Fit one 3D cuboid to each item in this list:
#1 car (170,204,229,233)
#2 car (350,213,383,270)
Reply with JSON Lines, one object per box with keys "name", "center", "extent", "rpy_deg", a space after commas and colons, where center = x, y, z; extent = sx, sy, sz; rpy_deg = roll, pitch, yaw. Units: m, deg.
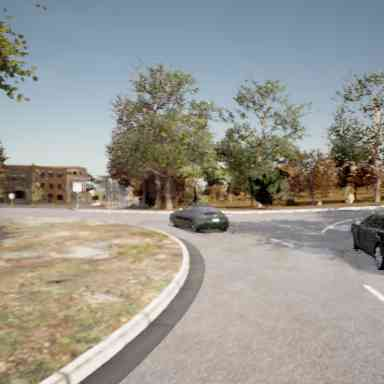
{"name": "car", "center": [0.304, 1.378, 18.647], "extent": [1.994, 1.385, 4.181], "rpy_deg": [0, 1, -26]}
{"name": "car", "center": [6.361, 1.356, 10.320], "extent": [1.882, 1.535, 5.008], "rpy_deg": [0, 1, 13]}
